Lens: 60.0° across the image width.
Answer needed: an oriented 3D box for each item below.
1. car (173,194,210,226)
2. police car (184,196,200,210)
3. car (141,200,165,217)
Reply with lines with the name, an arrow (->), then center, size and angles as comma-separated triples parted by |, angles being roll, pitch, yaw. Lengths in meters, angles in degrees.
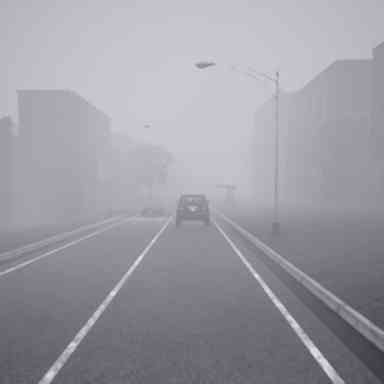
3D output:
car -> 0.051, 1.136, 22.604 | 2.150, 2.045, 5.566 | 0, 0, 0
police car -> -0.020, 1.307, 41.859 | 1.930, 1.638, 5.238 | 0, 0, 0
car -> -3.460, 1.423, 30.135 | 1.812, 1.442, 4.674 | 0, 0, 0
